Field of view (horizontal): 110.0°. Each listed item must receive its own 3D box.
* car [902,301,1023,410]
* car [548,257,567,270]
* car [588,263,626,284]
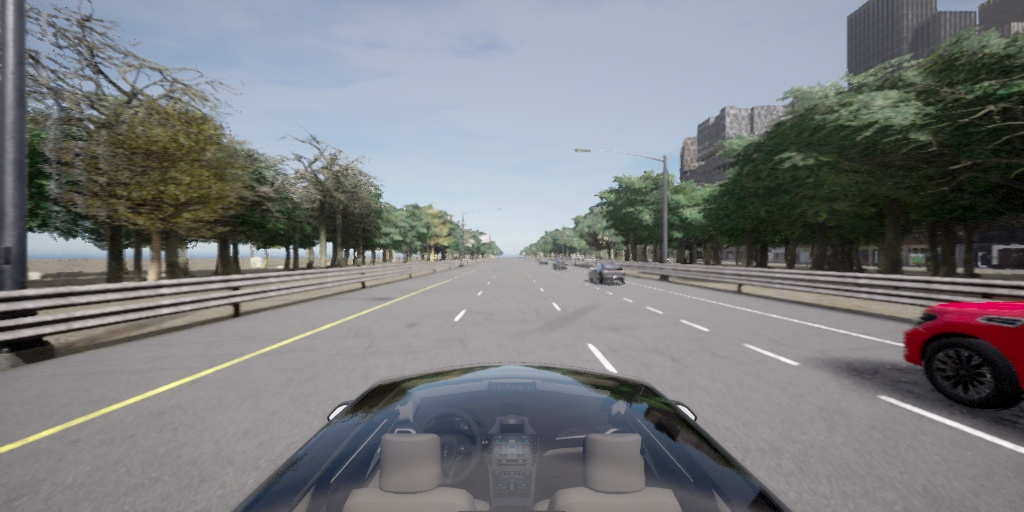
[{"bbox_3d":[7.000,0.977,2.997,2.150,2.045,5.566,0,0,0],"label":"car"},{"bbox_3d":[7.099,1.256,53.970,2.128,1.511,4.902,0,0,0],"label":"car"},{"bbox_3d":[7.035,1.250,26.942,2.128,1.511,4.902,0,0,0],"label":"car"}]
